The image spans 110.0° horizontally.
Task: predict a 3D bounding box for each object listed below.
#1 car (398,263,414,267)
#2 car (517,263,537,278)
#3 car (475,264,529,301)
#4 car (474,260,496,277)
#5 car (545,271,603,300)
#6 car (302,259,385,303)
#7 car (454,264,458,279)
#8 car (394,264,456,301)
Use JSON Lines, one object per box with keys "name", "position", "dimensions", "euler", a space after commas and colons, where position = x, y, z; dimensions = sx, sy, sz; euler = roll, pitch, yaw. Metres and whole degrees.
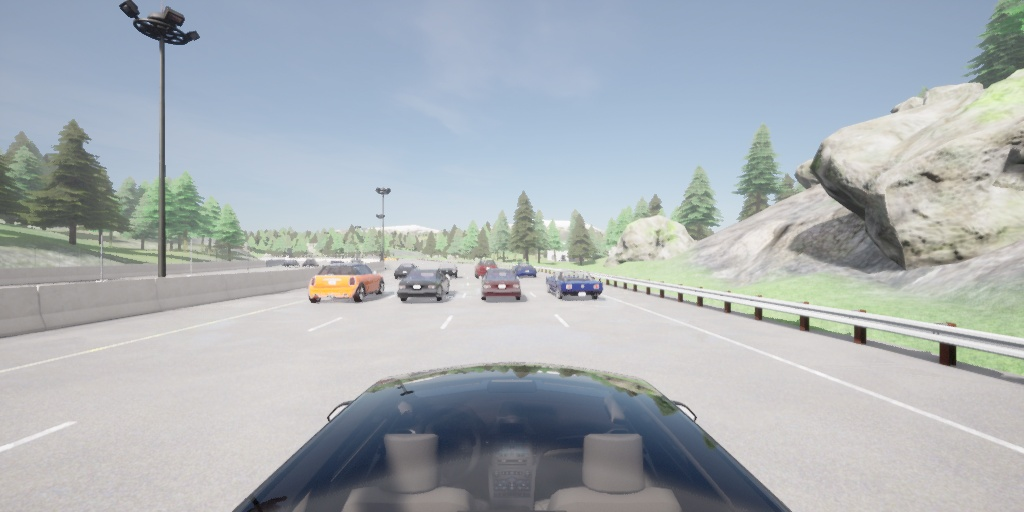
{"name": "car", "position": [-9.327, 1.322, 32.238], "dimensions": [1.994, 1.385, 4.181], "euler": [0, 0, -9]}
{"name": "car", "position": [1.053, 1.322, 33.819], "dimensions": [1.994, 1.385, 4.181], "euler": [0, 0, -9]}
{"name": "car", "position": [-0.605, 1.313, 17.474], "dimensions": [2.033, 1.411, 5.357], "euler": [0, 0, -4]}
{"name": "car", "position": [-2.403, 1.116, 33.262], "dimensions": [2.097, 1.767, 4.553], "euler": [0, 0, -9]}
{"name": "car", "position": [2.883, 1.366, 17.769], "dimensions": [1.895, 1.301, 4.718], "euler": [0, 0, -4]}
{"name": "car", "position": [-7.583, 1.116, 16.914], "dimensions": [2.097, 1.767, 4.553], "euler": [0, 0, -4]}
{"name": "car", "position": [-5.872, 1.366, 32.794], "dimensions": [1.895, 1.301, 4.718], "euler": [0, 0, -9]}
{"name": "car", "position": [-4.095, 1.313, 17.209], "dimensions": [2.033, 1.411, 5.357], "euler": [0, 0, -4]}
